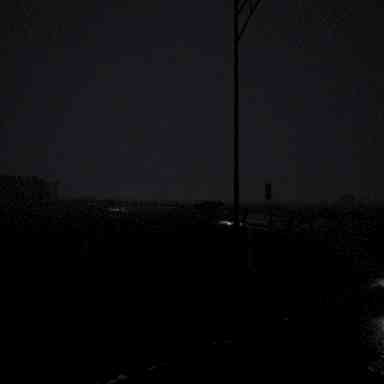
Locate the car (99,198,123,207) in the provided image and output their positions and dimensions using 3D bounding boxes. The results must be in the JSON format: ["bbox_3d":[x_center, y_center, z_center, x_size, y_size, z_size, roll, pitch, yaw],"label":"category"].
[{"bbox_3d":[-11.474,1.485,47.229,1.895,1.301,4.718,-1,0,-35],"label":"car"}]

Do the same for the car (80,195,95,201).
[{"bbox_3d":[-20.991,1.305,66.894,2.128,1.511,4.902,-1,0,-36],"label":"car"}]

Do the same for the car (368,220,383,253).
[{"bbox_3d":[7.663,1.574,11.689,1.994,1.385,4.181,0,-1,16],"label":"car"}]

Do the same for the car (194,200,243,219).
[{"bbox_3d":[2.142,1.423,28.107,1.882,1.535,5.008,-1,1,-35],"label":"car"}]
